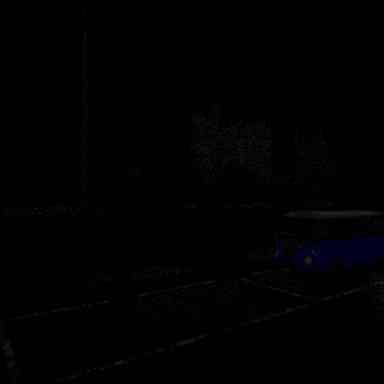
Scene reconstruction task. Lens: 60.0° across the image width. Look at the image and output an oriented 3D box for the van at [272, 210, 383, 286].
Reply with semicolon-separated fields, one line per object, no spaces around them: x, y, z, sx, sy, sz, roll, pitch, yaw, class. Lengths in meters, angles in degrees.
4.021;1.423;9.401;3.998;1.788;1.690;1;-1;-35;van
